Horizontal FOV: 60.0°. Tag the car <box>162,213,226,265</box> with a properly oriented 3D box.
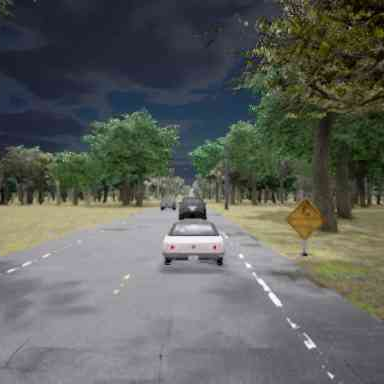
[{"bbox_3d":[0.063,1.643,11.885,1.895,1.301,4.718,0,0,0],"label":"car"}]

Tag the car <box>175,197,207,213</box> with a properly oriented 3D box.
[{"bbox_3d":[0.068,1.402,27.265,2.150,2.045,5.566,0,0,1],"label":"car"}]

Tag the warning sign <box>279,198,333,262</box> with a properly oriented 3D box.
[{"bbox_3d":[3.566,1.148,10.531,1.300,1.860,1.060,1,1,0],"label":"warning sign"}]

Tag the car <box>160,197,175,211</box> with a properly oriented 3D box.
[{"bbox_3d":[-3.574,1.758,50.265,2.150,2.045,5.566,0,-1,0],"label":"car"}]
